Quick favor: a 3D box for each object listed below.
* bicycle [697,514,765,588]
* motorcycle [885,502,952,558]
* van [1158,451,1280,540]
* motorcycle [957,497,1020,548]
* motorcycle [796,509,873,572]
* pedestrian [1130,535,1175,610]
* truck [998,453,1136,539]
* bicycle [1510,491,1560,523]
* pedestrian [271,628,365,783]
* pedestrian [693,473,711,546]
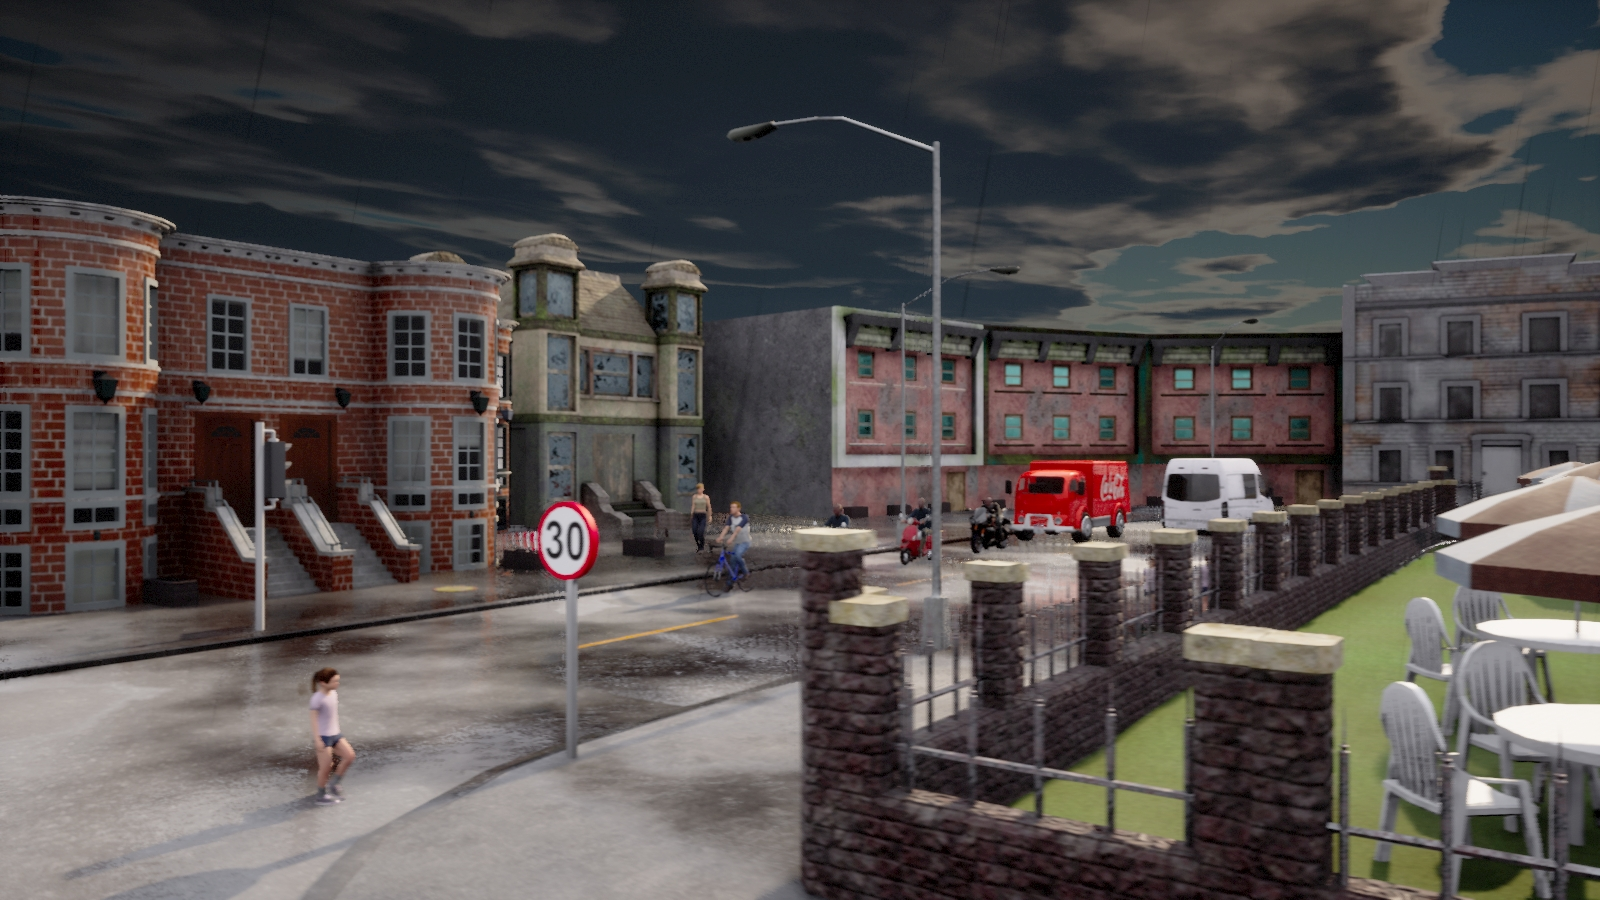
[{"bbox_3d":[-1.320,1.936,22.202,0.373,1.296,1.643,0,0,35],"label":"bicycle"},{"bbox_3d":[2.947,1.962,28.286,0.856,1.236,1.805,0,0,35],"label":"motorcycle"},{"bbox_3d":[13.233,1.315,35.834,1.988,2.561,5.915,0,0,36],"label":"van"},{"bbox_3d":[5.248,1.985,31.681,0.867,1.251,2.209,0,0,35],"label":"motorcycle"},{"bbox_3d":[0.772,1.962,25.190,0.856,1.236,1.805,0,0,35],"label":"motorcycle"},{"bbox_3d":[5.495,1.897,17.805,0.500,1.100,0.500,0,0,45],"label":"pedestrian"},{"bbox_3d":[8.529,1.348,36.133,2.627,2.467,5.204,0,0,33],"label":"truck"},{"bbox_3d":[26.424,2.037,41.090,1.487,1.080,0.859,0,0,34],"label":"bicycle"},{"bbox_3d":[-3.820,2.009,9.069,0.500,1.100,0.500,0,0,9],"label":"pedestrian"},{"bbox_3d":[-2.529,1.526,29.460,0.375,1.860,0.375,0,0,9],"label":"pedestrian"}]
